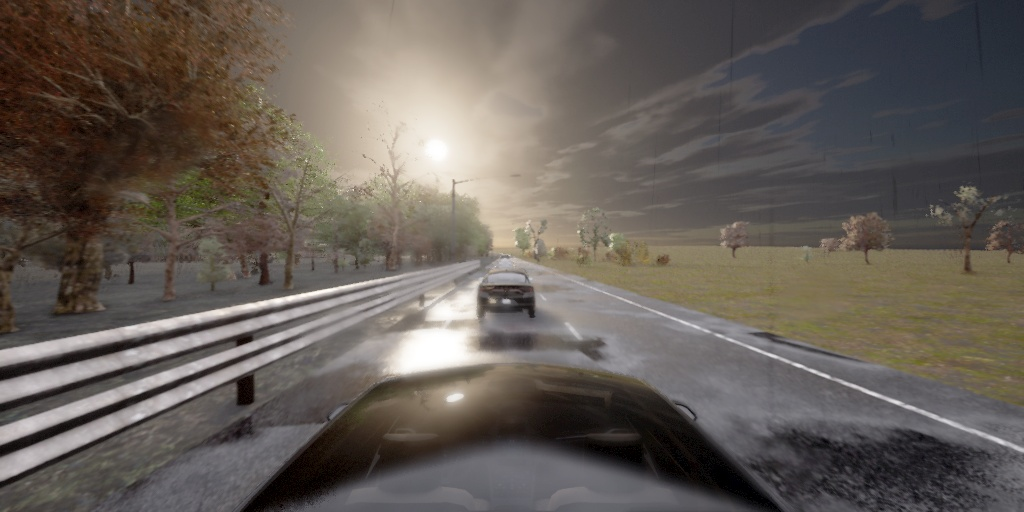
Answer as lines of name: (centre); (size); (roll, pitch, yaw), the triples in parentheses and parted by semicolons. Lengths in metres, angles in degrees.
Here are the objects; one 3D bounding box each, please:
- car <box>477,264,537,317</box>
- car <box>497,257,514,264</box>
car: (-0.202, 1.213, 13.089); (1.882, 1.535, 5.008); (0, 0, -1)
car: (-0.779, 1.160, 42.761); (1.812, 1.442, 4.674); (0, 0, -1)
